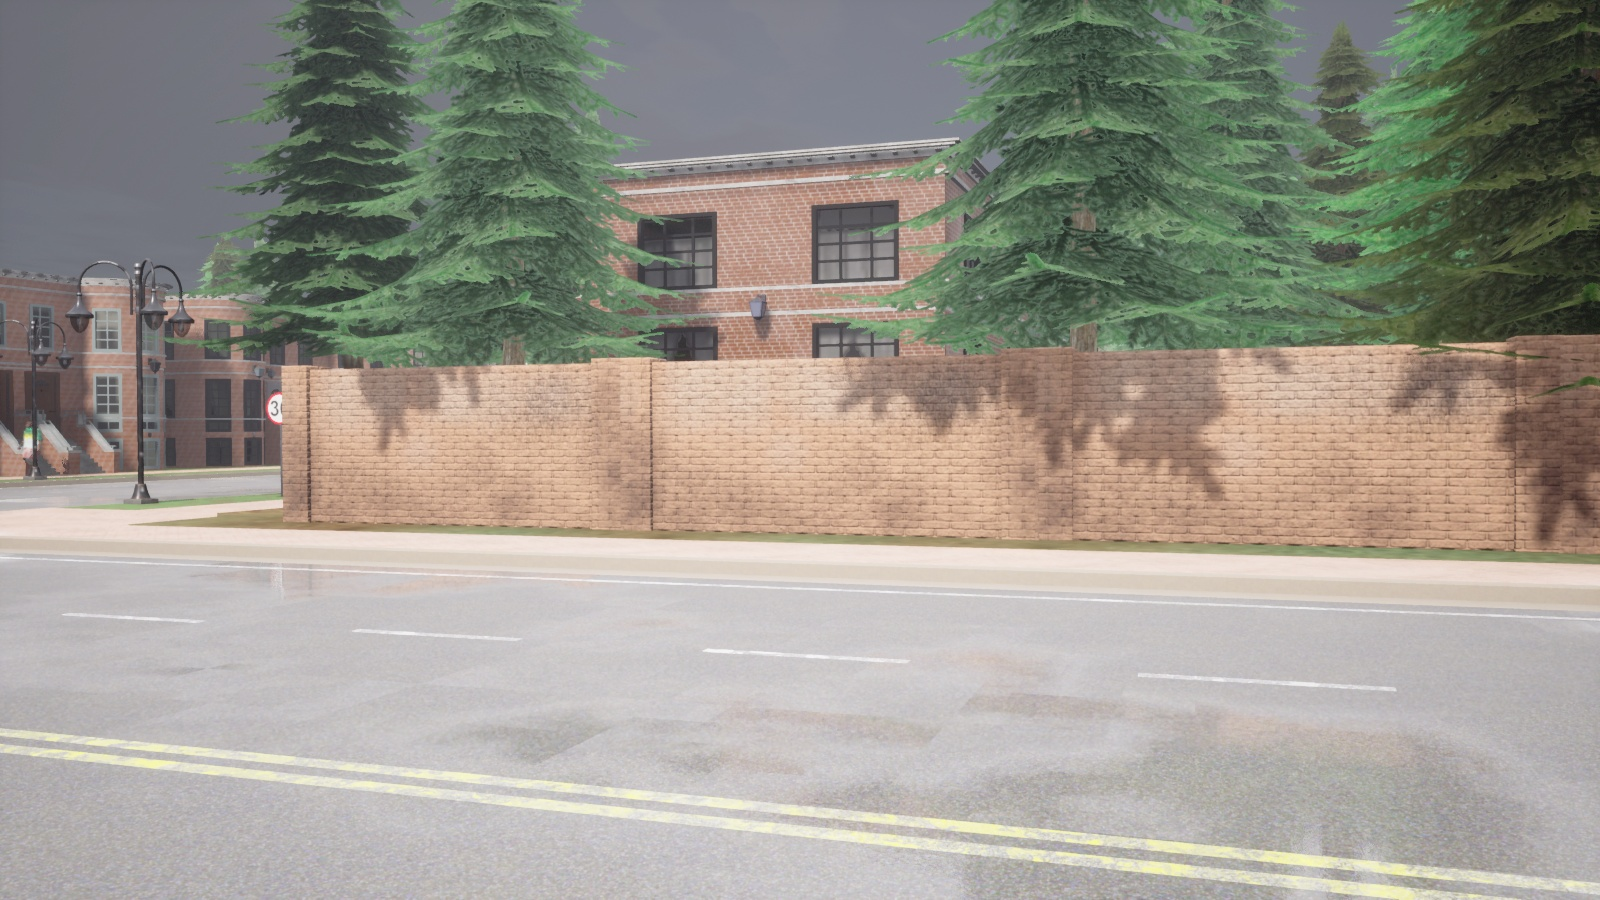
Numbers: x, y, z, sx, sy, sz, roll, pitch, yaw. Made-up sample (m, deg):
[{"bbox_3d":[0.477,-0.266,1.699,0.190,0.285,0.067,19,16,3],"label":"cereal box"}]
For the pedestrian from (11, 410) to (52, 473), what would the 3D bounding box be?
[{"bbox_3d":[-23.981,-0.262,39.186,0.659,1.952,0.873,1,1,22],"label":"pedestrian"}]
